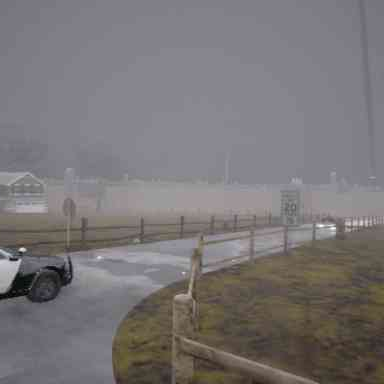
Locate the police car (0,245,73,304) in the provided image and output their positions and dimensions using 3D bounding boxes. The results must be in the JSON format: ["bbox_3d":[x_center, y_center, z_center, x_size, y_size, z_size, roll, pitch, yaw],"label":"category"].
[{"bbox_3d":[-4.886,1.591,6.864,2.038,1.542,4.974,0,-4,35],"label":"police car"}]

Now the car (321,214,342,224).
[{"bbox_3d":[19.367,3.747,46.244,1.895,1.301,4.718,1,-2,35],"label":"car"}]
